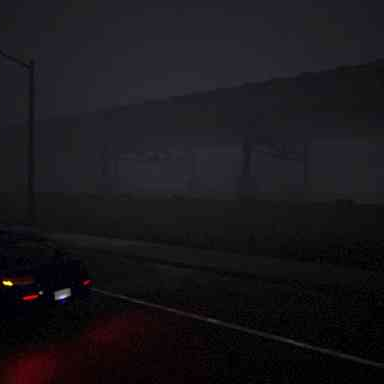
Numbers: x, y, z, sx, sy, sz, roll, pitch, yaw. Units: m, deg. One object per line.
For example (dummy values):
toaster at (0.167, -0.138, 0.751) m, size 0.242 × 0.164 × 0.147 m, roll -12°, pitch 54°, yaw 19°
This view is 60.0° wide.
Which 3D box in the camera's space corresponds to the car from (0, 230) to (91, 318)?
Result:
car at (-4.019, 1.521, 6.859) m, size 4.674 × 1.442 × 1.812 m, roll 0°, pitch 0°, yaw 36°
